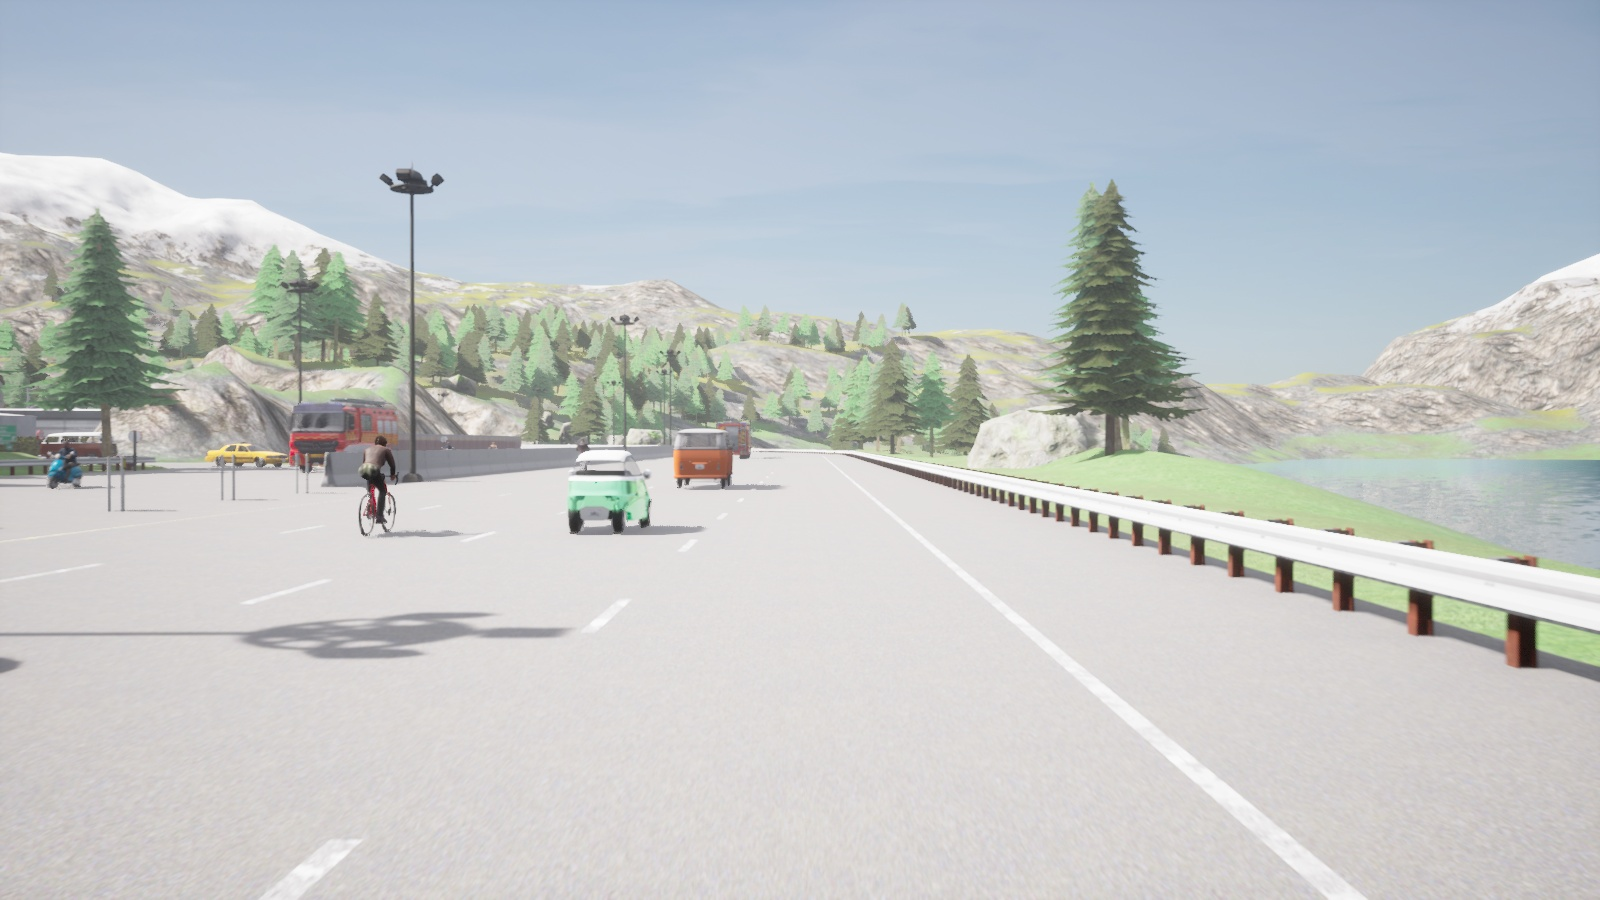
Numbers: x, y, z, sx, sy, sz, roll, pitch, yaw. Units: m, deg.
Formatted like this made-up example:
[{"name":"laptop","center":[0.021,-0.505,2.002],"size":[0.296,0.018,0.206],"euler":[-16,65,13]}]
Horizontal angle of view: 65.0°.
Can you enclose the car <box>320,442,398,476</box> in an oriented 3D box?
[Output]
[{"name":"car","center":[-20.642,0.375,59.056],"size":[1.882,1.535,5.008],"euler":[0,0,0]}]

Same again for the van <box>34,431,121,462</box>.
[{"name":"van","center":[-47.134,-0.226,82.030],"size":[4.480,2.038,2.069],"euler":[0,0,0]}]

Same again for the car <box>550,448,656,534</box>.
[{"name":"car","center":[-3.359,0.675,21.750],"size":[1.481,1.376,2.207],"euler":[0,1,0]}]

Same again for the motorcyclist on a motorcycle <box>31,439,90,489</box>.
[{"name":"motorcyclist on a motorcycle","center":[-24.246,0.448,41.201],"size":[0.866,1.590,1.817],"euler":[0,0,0]}]

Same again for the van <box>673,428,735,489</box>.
[{"name":"van","center":[-3.235,0.255,42.982],"size":[1.775,1.987,4.442],"euler":[0,0,0]}]

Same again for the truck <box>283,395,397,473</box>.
[{"name":"truck","center":[-24.099,-0.811,66.352],"size":[2.891,3.827,8.468],"euler":[0,0,0]}]

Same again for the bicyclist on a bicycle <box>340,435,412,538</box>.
[{"name":"bicyclist on a bicycle","center":[-6.927,0.578,20.605],"size":[0.582,1.620,1.656],"euler":[0,0,1]}]

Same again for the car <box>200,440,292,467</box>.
[{"name":"car","center":[-34.247,0.202,77.644],"size":[5.366,1.575,1.801],"euler":[1,1,18]}]
